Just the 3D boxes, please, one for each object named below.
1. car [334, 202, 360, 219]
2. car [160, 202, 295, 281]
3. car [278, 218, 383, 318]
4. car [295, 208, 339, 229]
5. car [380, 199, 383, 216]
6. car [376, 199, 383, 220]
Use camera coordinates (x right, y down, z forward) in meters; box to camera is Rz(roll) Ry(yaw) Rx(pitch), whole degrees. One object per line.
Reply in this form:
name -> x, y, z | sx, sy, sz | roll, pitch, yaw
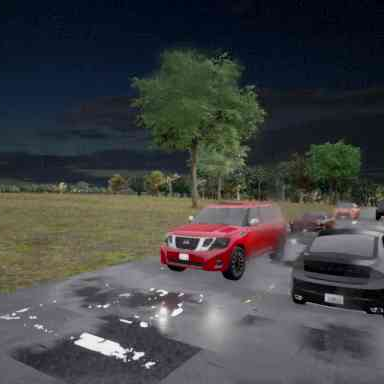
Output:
car -> 15.472, 1.855, 33.266 | 2.097, 1.767, 4.553 | 0, -1, 32
car -> 1.342, 1.354, 10.867 | 2.150, 2.045, 5.566 | 0, -1, 34
car -> 3.698, 1.602, 7.708 | 1.837, 1.490, 4.892 | 0, -1, 32
car -> 7.536, 1.895, 20.627 | 1.895, 1.301, 4.718 | 0, -1, 32
car -> 25.303, 1.921, 42.254 | 2.150, 2.045, 5.566 | 0, -1, 32
car -> 19.626, 1.742, 33.094 | 2.150, 2.045, 5.566 | 0, -1, 32
